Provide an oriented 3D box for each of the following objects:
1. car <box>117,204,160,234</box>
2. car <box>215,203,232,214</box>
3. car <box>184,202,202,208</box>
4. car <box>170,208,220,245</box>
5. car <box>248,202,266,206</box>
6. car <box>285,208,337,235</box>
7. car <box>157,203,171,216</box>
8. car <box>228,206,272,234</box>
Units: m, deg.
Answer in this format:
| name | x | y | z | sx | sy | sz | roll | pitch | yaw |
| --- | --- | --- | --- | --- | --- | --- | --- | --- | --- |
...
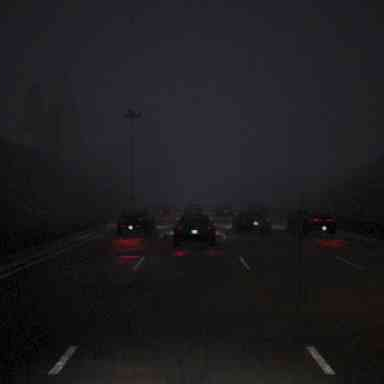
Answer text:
| name | x | y | z | sx | sy | sz | roll | pitch | yaw |
| --- | --- | --- | --- | --- | --- | --- | --- | --- | --- |
| car | -3.355 | 1.723 | 20.660 | 1.837 | 1.490 | 4.892 | 0 | -1 | 0 |
| car | 3.601 | 1.924 | 37.823 | 1.812 | 1.442 | 4.674 | 0 | -1 | 0 |
| car | 0.120 | 1.878 | 36.725 | 2.128 | 1.511 | 4.902 | 0 | -1 | 0 |
| car | 0.125 | 1.740 | 16.678 | 1.994 | 1.385 | 4.181 | 0 | -1 | 0 |
| car | 7.119 | 1.893 | 36.853 | 1.837 | 1.490 | 4.892 | 0 | -1 | 0 |
| car | 7.144 | 1.720 | 20.346 | 1.837 | 1.490 | 4.892 | 0 | -1 | 0 |
| car | -3.399 | 1.923 | 37.821 | 1.812 | 1.442 | 4.674 | 0 | -1 | 0 |
| car | 3.646 | 1.785 | 20.962 | 1.994 | 1.385 | 4.181 | 0 | -1 | 0 |
